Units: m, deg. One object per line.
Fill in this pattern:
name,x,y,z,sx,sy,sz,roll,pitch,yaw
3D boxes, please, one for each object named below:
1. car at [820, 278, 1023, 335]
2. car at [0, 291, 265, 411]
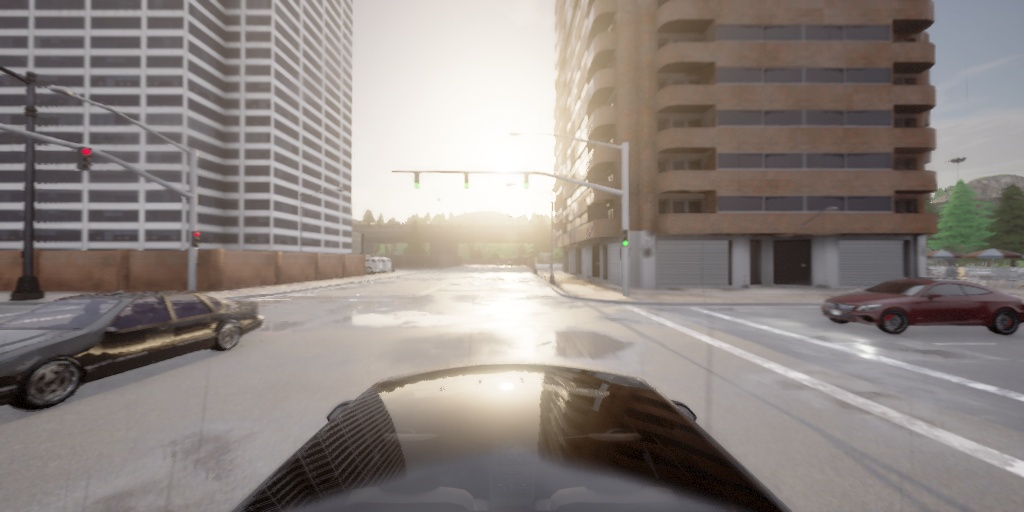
car,11.714,1.372,10.336,4.674,1.442,1.812,0,-1,2
car,-7.008,1.361,6.445,2.033,1.411,5.357,0,-1,0
